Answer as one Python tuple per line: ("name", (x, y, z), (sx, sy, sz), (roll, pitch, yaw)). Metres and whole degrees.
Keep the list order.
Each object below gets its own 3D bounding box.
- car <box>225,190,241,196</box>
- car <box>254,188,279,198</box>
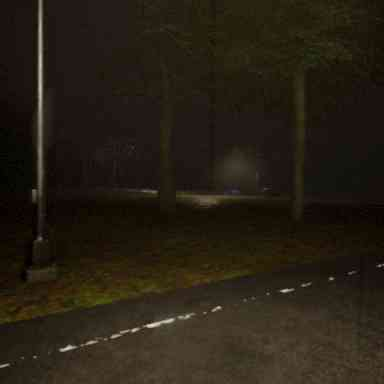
("car", (9.684, 0.154, 78.468), (1.812, 1.442, 4.674), (1, 1, -35))
("car", (15.642, 0.210, 69.956), (2.150, 2.045, 5.566), (1, 1, -35))
